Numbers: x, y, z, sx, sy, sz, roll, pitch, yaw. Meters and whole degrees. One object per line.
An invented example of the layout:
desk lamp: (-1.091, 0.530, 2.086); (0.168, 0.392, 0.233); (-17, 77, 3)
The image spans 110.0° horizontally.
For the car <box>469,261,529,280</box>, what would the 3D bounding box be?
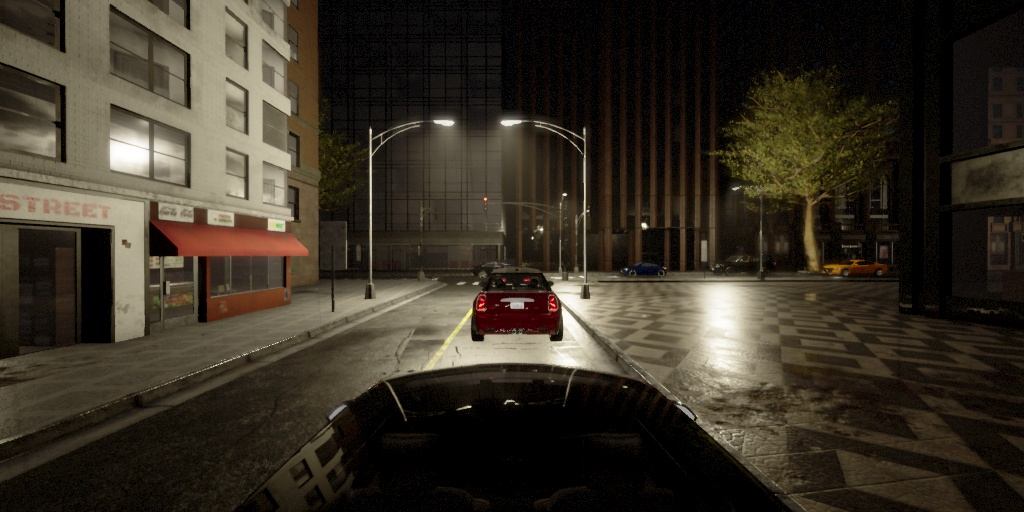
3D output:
car: (-1.072, 1.235, 30.695); (4.902, 1.511, 2.128); (0, 0, 0)

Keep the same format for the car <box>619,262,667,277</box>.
car: (12.318, 1.257, 33.823); (4.181, 1.385, 1.994); (0, 0, 0)

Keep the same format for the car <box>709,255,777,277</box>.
car: (21.703, 0.884, 33.764); (5.566, 2.045, 2.150); (0, 0, 0)

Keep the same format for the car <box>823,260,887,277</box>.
car: (32.154, 1.116, 33.707); (5.008, 1.535, 1.882); (0, 0, 0)

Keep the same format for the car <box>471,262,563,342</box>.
car: (0.122, 1.101, 9.955); (2.097, 1.767, 4.553); (0, 0, 0)
